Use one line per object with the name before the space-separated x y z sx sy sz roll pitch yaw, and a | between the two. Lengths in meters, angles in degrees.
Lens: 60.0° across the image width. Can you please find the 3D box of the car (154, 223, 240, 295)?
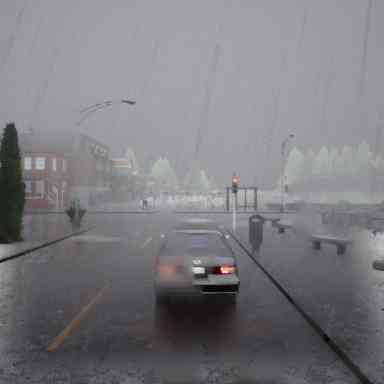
car | 0.099 1.547 8.879 2.033 1.411 5.357 0 0 0
